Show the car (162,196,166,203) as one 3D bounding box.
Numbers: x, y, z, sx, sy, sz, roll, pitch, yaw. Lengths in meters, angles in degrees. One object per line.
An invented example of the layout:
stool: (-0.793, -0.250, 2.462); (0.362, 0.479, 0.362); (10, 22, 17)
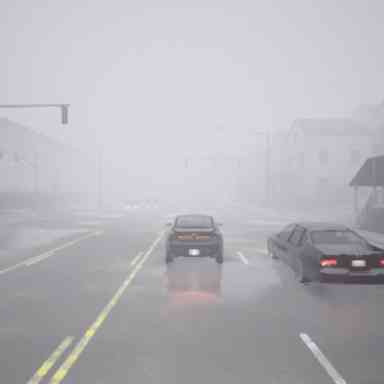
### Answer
car: (-6.983, 1.678, 75.880); (1.837, 1.490, 4.892); (0, 0, 0)

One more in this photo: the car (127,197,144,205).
car: (-10.518, 1.744, 60.121); (1.895, 1.301, 4.718); (0, 0, 1)

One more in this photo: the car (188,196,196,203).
car: (0.016, 1.560, 72.762); (2.033, 1.411, 5.357); (0, 0, 0)

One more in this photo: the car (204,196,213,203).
car: (3.516, 1.560, 72.761); (2.033, 1.411, 5.357); (0, 0, 0)

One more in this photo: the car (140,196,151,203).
car: (-10.483, 1.703, 75.822); (1.812, 1.442, 4.674); (0, 0, 0)

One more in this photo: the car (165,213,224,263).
car: (0.078, 1.530, 11.985); (1.837, 1.490, 4.892); (0, -1, 0)

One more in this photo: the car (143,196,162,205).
car: (-7.026, 1.706, 60.223); (1.994, 1.385, 4.181); (0, 0, 1)

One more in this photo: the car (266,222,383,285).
car: (3.567, 1.570, 9.600); (2.033, 1.411, 5.357); (0, 0, 0)
